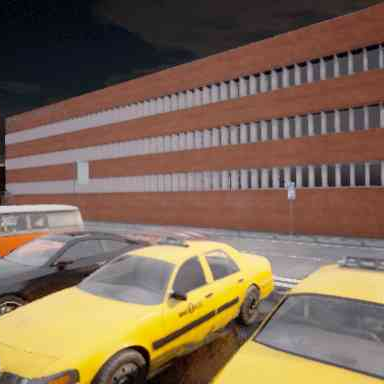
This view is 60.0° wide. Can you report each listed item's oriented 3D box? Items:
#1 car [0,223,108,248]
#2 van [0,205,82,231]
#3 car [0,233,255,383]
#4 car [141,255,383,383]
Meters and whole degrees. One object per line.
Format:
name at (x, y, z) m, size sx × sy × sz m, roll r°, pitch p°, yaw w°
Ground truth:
car at (-2.665, 1.581, 6.893) m, size 2.002 × 1.452 × 4.674 m, roll -1°, pitch 0°, yaw 35°
van at (-5.038, 1.343, 8.436) m, size 1.878 × 1.987 × 4.442 m, roll -1°, pitch 0°, yaw 35°
car at (-0.473, 1.509, 5.101) m, size 1.946 × 1.575 × 5.366 m, roll -1°, pitch 0°, yaw 35°
car at (2.043, 1.481, 3.763) m, size 1.946 × 1.575 × 5.366 m, roll -1°, pitch 0°, yaw 35°
